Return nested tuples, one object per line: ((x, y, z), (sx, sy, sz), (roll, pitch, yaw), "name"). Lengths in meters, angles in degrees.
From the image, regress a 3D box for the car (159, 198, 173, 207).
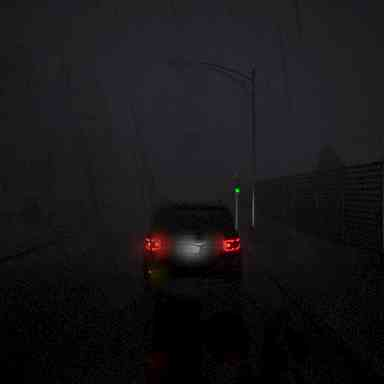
((-4.147, 1.601, 53.565), (1.895, 1.301, 4.718), (0, 0, 0), "car")

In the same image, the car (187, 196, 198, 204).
((0.043, 1.547, 62.879), (2.033, 1.411, 5.357), (0, 0, 0), "car")

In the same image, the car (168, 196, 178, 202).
((-4.074, 1.552, 73.313), (1.994, 1.385, 4.181), (0, 0, 0), "car")

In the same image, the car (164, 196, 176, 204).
((-4.117, 1.547, 63.327), (2.033, 1.411, 5.357), (0, 0, 0), "car")

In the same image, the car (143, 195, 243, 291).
((0.034, 1.221, 9.132), (2.150, 2.045, 5.566), (0, 0, 0), "car")

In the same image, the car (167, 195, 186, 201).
((-3.990, 1.478, 87.376), (5.008, 1.535, 1.882), (0, 0, 40), "car")
